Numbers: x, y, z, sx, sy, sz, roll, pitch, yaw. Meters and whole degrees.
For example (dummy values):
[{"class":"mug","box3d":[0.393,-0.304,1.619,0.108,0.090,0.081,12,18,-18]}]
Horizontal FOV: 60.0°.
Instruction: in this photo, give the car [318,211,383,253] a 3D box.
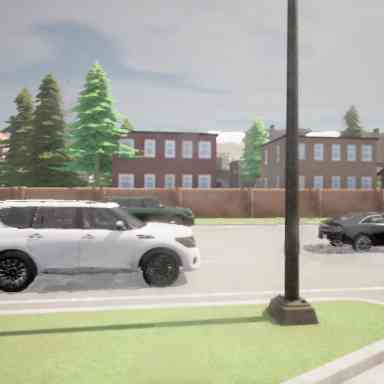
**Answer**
[{"class":"car","box3d":[7.662,1.550,13.530,4.902,1.511,2.128,0,0,-8]}]

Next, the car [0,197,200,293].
[{"class":"car","box3d":[-2.601,1.230,8.604,5.566,2.045,2.150,0,0,-8]}]

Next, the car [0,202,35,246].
[{"class":"car","box3d":[-9.719,1.347,14.735,4.553,1.767,2.097,0,0,-7]}]
